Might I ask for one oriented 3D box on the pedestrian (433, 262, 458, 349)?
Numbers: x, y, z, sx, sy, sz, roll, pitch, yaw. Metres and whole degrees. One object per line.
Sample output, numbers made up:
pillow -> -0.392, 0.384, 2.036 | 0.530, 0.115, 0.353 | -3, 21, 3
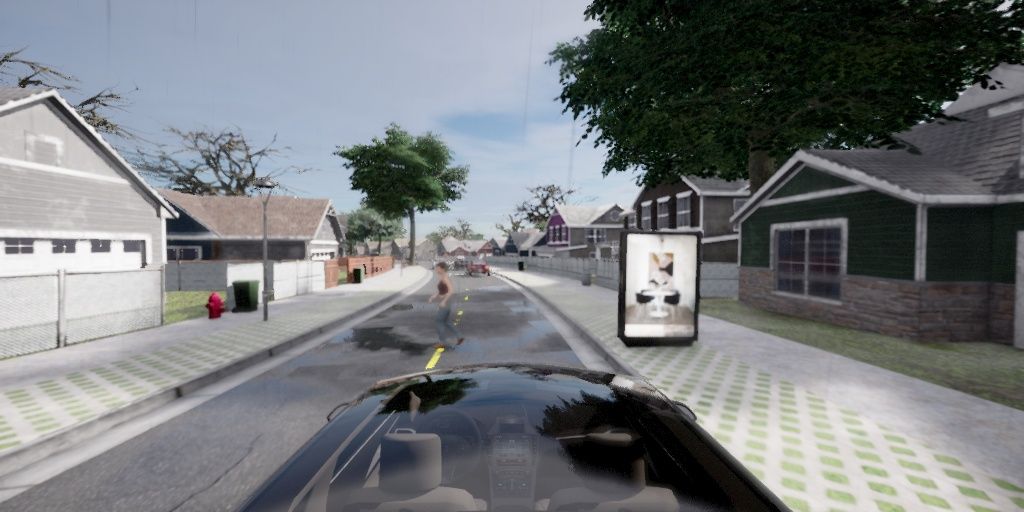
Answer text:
pedestrian -> -1.409, 1.002, 7.536 | 0.375, 1.860, 0.375 | -1, 2, -13

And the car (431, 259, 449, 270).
car -> -9.450, 1.057, 46.823 | 1.812, 1.442, 4.674 | 0, 0, -16

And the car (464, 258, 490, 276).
car -> -3.184, 1.089, 33.471 | 1.812, 1.442, 4.674 | 0, 0, -11

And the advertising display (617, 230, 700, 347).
advertising display -> 2.911, 0.731, 7.216 | 1.540, 2.440, 0.280 | 0, 0, -2

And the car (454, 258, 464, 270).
car -> -6.409, 1.005, 46.900 | 2.128, 1.511, 4.902 | 0, 0, -16
